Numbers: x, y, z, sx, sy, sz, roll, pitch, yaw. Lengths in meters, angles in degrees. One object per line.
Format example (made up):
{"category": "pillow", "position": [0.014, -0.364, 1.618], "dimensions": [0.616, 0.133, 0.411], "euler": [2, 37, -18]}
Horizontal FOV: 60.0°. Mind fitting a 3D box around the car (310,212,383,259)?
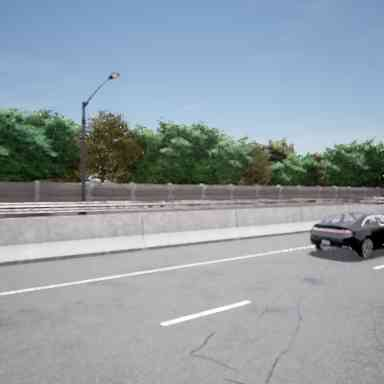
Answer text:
{"category": "car", "position": [6.586, 1.532, 12.815], "dimensions": [4.902, 1.511, 2.128], "euler": [0, 0, -35]}
